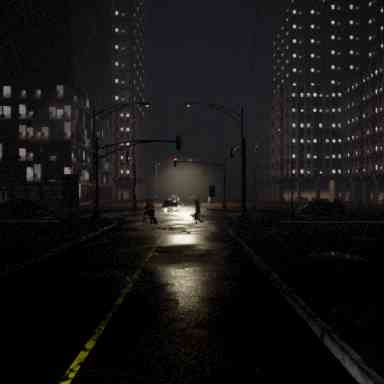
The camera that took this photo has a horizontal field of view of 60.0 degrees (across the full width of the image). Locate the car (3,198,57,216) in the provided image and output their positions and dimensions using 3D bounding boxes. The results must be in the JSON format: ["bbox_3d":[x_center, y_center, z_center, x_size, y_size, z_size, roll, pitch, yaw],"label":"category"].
[{"bbox_3d":[-15.053,1.400,30.514,5.008,1.535,1.882,1,0,-2],"label":"car"}]

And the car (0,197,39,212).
[{"bbox_3d":[-19.212,1.360,36.368,4.097,1.590,1.967,0,-1,-1],"label":"car"}]

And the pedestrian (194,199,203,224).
[{"bbox_3d":[0.384,1.293,22.696,0.375,1.860,0.375,0,0,0],"label":"pedestrian"}]

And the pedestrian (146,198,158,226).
[{"bbox_3d":[-2.658,1.293,22.097,0.375,1.860,0.375,0,0,0],"label":"pedestrian"}]

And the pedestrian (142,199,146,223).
[{"bbox_3d":[-3.130,1.288,23.295,0.375,1.860,0.375,0,0,0],"label":"pedestrian"}]

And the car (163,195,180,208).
[{"bbox_3d":[-3.117,1.560,48.658,1.994,1.385,4.181,0,0,-1],"label":"car"}]

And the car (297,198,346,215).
[{"bbox_3d":[13.176,1.425,34.177,4.553,1.767,2.097,0,0,-1],"label":"car"}]

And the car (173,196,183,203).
[{"bbox_3d":[-3.014,1.530,73.009,2.033,1.411,5.357,0,0,0],"label":"car"}]

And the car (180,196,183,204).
[{"bbox_3d":[-3.091,1.349,57.956,2.097,1.767,4.553,0,0,0],"label":"car"}]

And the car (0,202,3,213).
[{"bbox_3d":[-18.900,1.415,27.732,4.829,1.417,1.752,0,-1,-1],"label":"car"}]

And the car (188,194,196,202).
[{"bbox_3d":[-0.013,1.575,79.023,1.895,1.301,4.718,0,0,0],"label":"car"}]

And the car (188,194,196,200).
[{"bbox_3d":[-0.016,1.357,88.998,2.033,1.411,5.357,0,0,0],"label":"car"}]
